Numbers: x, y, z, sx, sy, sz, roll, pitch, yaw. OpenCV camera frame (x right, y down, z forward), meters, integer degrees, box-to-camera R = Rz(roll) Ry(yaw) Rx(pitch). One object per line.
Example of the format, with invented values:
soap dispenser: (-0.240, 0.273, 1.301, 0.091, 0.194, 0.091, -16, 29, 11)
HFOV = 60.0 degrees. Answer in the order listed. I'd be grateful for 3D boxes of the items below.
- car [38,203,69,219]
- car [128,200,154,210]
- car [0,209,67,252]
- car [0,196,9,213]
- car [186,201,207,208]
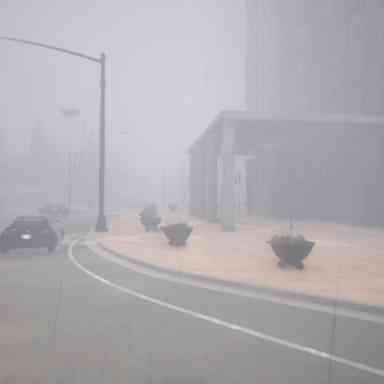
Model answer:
car: (-12.724, 1.708, 30.299, 2.128, 1.511, 4.902, 1, -1, -38)
car: (-7.871, 1.977, 51.938, 1.837, 1.490, 4.892, 0, -1, 34)
car: (-6.799, 1.664, 14.440, 1.994, 1.385, 4.181, 1, -1, -16)
car: (-24.395, 1.434, 38.595, 5.566, 2.045, 2.150, 0, 0, -6)
car: (0.876, 2.081, 58.555, 1.882, 1.535, 5.008, 0, -1, 33)
